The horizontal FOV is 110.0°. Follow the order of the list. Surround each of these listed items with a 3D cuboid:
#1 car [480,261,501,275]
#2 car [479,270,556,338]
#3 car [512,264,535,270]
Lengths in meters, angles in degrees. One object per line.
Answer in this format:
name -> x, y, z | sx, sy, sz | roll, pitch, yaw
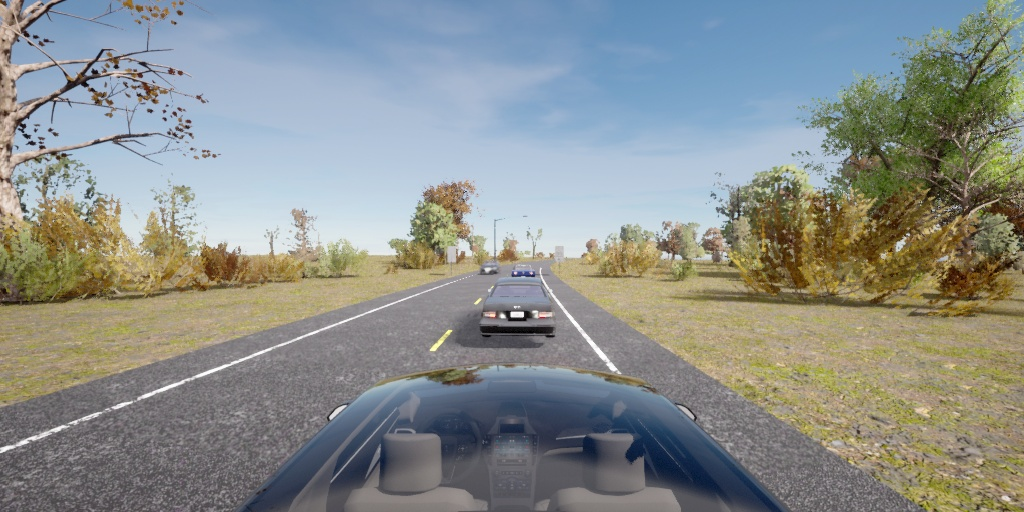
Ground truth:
car -> -2.258, 1.245, 38.221 | 2.128, 1.511, 4.902 | 0, 0, 4
car -> 0.210, 1.299, 10.181 | 2.033, 1.411, 5.357 | 0, 0, 2
car -> 0.947, 1.353, 29.774 | 1.895, 1.301, 4.718 | 0, 0, 2
